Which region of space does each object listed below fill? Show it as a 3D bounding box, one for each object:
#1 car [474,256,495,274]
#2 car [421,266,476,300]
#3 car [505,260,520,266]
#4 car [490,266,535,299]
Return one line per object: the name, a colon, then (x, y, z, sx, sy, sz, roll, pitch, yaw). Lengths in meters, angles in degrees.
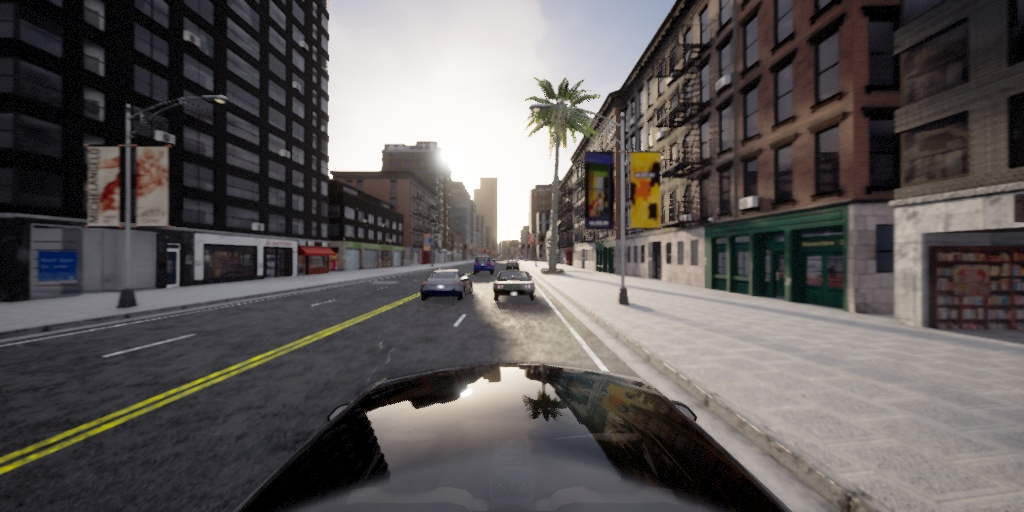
car: (-3.155, 1.028, 41.438, 2.150, 2.045, 5.566, 0, 0, 0)
car: (-3.152, 1.335, 17.856, 1.994, 1.385, 4.181, 0, 0, 0)
car: (0.094, 1.326, 50.516, 1.837, 1.490, 4.892, 0, 0, 0)
car: (0.098, 1.372, 18.014, 1.895, 1.301, 4.718, 0, 0, 0)
